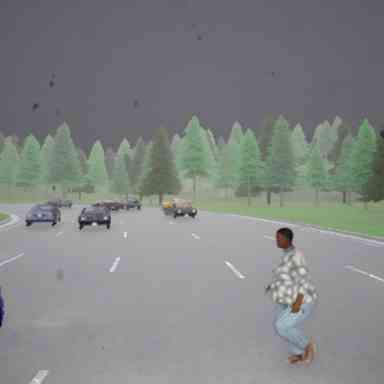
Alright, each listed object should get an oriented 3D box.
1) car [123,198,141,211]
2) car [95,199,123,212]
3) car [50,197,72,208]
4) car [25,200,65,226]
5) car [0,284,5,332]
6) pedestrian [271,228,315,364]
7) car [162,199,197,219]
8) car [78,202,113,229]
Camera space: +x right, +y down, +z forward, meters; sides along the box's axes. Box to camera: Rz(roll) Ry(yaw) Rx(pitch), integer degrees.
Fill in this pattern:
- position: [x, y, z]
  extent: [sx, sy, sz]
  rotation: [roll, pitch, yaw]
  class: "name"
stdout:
- position: [-8.038, 1.504, 41.046]
  extent: [1.837, 1.490, 4.892]
  rotation: [0, 0, -37]
  class: "car"
- position: [-9.876, 1.478, 37.350]
  extent: [1.882, 1.535, 5.008]
  rotation: [0, 0, -35]
  class: "car"
- position: [-18.678, 1.492, 46.207]
  extent: [4.902, 1.511, 2.128]
  rotation: [0, 0, 35]
  class: "car"
- position: [-10.436, 1.547, 23.518]
  extent: [2.033, 1.411, 5.357]
  rotation: [0, 0, -17]
  class: "car"
- position: [-3.616, 1.478, 2.897]
  extent: [1.882, 1.535, 5.008]
  rotation: [0, 0, -2]
  class: "car"
- position: [1.293, 1.294, 4.277]
  extent: [0.375, 1.860, 0.375]
  rotation: [0, 0, -3]
  class: "pedestrian"
- position: [-1.170, 1.600, 29.202]
  extent: [1.895, 1.301, 4.718]
  rotation: [0, 0, -19]
  class: "car"
- position: [-6.346, 1.601, 21.882]
  extent: [1.895, 1.301, 4.718]
  rotation: [0, 0, -14]
  class: "car"
